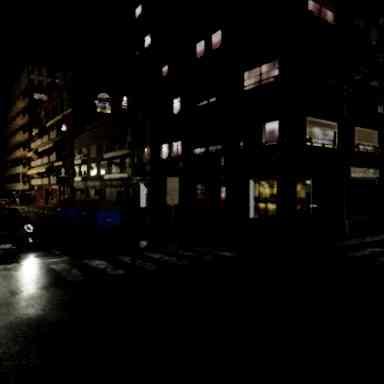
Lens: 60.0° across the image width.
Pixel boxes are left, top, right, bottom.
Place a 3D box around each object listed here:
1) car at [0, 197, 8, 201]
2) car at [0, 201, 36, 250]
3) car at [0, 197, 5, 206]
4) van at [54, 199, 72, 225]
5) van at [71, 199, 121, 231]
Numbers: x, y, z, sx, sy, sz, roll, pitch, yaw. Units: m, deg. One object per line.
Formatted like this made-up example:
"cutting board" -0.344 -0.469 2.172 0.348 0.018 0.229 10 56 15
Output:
"car" -27.197 1.863 45.659 2.128 1.511 4.902 -1 0 -36
"car" -8.139 1.438 14.099 2.097 1.767 4.553 -1 0 -36
"car" -38.570 1.867 65.615 2.192 1.841 5.009 -2 1 -36
"van" -9.194 1.464 25.344 1.690 1.788 3.998 -2 1 -36
"van" -5.930 1.418 20.869 1.690 1.788 3.998 -2 1 -36
